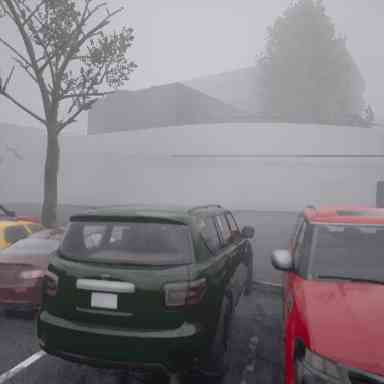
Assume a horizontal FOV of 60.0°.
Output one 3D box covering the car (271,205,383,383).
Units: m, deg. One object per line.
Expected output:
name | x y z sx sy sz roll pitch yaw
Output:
car | 2.262 1.232 4.158 2.435 2.045 5.566 1 -1 15

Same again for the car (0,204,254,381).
car | -0.187 1.230 5.955 2.435 2.045 5.566 0 -1 15
